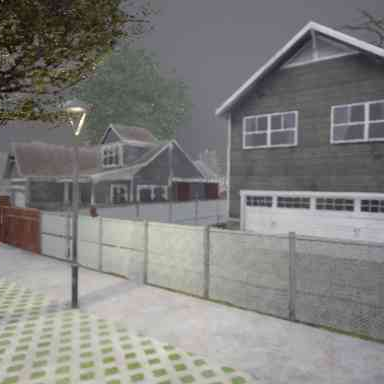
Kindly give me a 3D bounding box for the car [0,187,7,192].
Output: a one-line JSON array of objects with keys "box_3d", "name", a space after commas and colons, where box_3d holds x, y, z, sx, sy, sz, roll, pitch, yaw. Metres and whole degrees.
[{"box_3d": [-43.471, -0.024, 75.771, 2.150, 2.045, 5.566, 1, 1, -4], "name": "car"}]
